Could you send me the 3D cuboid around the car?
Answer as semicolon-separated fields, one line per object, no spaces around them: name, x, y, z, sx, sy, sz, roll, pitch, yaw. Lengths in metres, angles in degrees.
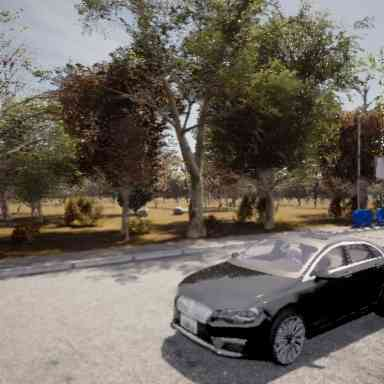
car;1.948;1.520;5.901;4.902;1.511;2.128;0;0;-36
